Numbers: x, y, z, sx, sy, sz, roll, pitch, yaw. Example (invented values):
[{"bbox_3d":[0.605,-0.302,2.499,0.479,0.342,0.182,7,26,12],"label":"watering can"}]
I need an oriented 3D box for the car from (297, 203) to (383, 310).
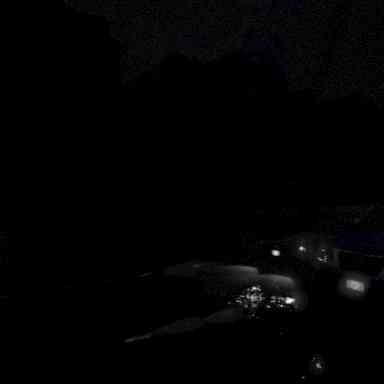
[{"bbox_3d":[4.942,1.166,6.936,5.566,2.045,2.150,0,0,-34],"label":"car"}]

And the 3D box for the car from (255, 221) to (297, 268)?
[{"bbox_3d":[3.935,1.468,10.175,4.181,1.385,1.994,0,1,-34],"label":"car"}]
